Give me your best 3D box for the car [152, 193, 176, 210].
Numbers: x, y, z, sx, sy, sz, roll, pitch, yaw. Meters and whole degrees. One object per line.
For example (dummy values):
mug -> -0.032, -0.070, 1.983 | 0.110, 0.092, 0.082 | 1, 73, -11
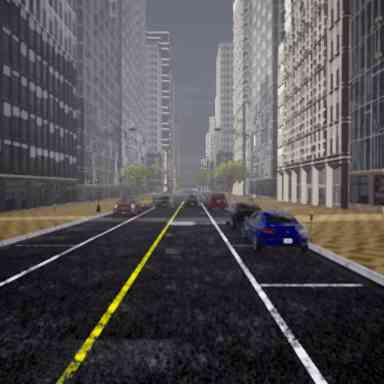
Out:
car -> -3.103, 1.187, 37.763 | 1.837, 1.490, 4.892 | 0, 0, 0

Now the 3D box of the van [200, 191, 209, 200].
van -> 2.663, 0.753, 69.551 | 1.690, 1.788, 3.998 | -1, 0, 0

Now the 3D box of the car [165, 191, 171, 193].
car -> -5.714, 1.012, 63.867 | 2.008, 1.369, 4.403 | -1, 0, 0

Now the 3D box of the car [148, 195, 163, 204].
car -> -5.711, 1.124, 52.501 | 1.947, 1.339, 4.313 | -1, 0, 0

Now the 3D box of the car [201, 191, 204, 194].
car -> 2.670, 0.969, 41.134 | 2.192, 1.841, 5.009 | -1, 0, 0

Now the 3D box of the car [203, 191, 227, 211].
car -> 2.671, 1.017, 35.450 | 2.192, 1.841, 5.009 | -1, 0, 0

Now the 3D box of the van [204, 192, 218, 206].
van -> 2.669, 0.947, 46.817 | 1.690, 1.788, 3.998 | -1, 0, 0

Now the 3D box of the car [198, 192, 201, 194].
car -> 0.016, 1.098, 48.456 | 1.837, 1.490, 4.892 | 0, 1, 0

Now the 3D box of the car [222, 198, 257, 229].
car -> 3.140, 1.334, 20.183 | 1.837, 1.490, 4.892 | 0, 0, 0

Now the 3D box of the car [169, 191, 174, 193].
car -> -5.718, 0.803, 75.233 | 1.967, 1.590, 4.097 | -1, 0, 0

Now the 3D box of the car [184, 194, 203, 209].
car -> 0.063, 1.242, 38.222 | 1.994, 1.385, 4.181 | 0, 0, 0

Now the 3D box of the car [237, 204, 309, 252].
car -> 3.145, 1.414, 13.183 | 1.812, 1.442, 4.674 | 0, 0, 0

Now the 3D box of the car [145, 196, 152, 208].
car -> -5.708, 1.181, 40.963 | 1.752, 1.417, 4.829 | -1, 0, 0

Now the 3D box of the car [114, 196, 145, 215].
car -> -5.707, 1.190, 29.765 | 1.967, 1.590, 4.097 | -1, 0, 0

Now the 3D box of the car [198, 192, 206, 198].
car -> 2.661, 0.816, 86.603 | 2.008, 1.369, 4.403 | -1, 0, 0
